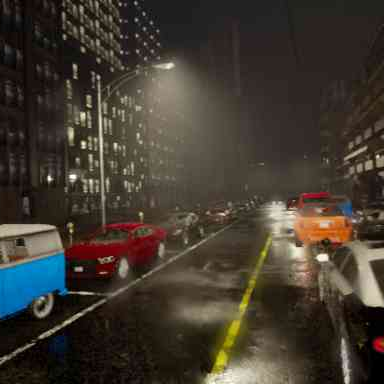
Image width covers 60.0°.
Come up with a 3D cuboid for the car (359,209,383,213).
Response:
[{"bbox_3d":[7.353,1.370,13.502,2.008,1.369,4.403,-2,0,16],"label":"car"}]

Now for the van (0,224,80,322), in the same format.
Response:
[{"bbox_3d":[-3.780,1.510,5.235,1.690,1.788,3.998,-2,0,16],"label":"van"}]

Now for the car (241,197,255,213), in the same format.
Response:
[{"bbox_3d":[5.475,1.597,37.054,2.008,1.369,4.403,-2,0,16],"label":"car"}]

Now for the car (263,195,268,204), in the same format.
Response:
[{"bbox_3d":[11.641,1.542,58.268,1.947,1.339,4.313,-2,0,16],"label":"car"}]

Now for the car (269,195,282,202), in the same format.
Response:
[{"bbox_3d":[17.757,1.407,69.666,1.994,1.385,4.181,-2,0,16],"label":"car"}]

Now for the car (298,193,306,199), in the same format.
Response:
[{"bbox_3d":[28.931,1.134,87.750,1.887,1.381,4.507,-2,-1,16],"label":"car"}]

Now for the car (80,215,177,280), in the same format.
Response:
[{"bbox_3d":[-2.231,1.691,10.537,1.887,1.381,4.507,-2,0,16],"label":"car"}]

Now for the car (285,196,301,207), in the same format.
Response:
[{"bbox_3d":[14.799,1.342,48.743,2.033,1.411,5.357,-2,0,16],"label":"car"}]

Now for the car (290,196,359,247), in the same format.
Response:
[{"bbox_3d":[5.478,1.239,14.353,2.097,1.767,4.553,-3,-1,16],"label":"car"}]

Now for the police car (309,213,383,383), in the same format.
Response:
[{"bbox_3d":[2.965,1.348,4.821,1.930,1.638,5.238,-2,0,16],"label":"police car"}]

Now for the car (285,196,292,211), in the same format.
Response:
[{"bbox_3d":[11.977,1.331,38.946,1.837,1.490,4.892,-2,0,17],"label":"car"}]

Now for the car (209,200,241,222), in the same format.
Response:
[{"bbox_3d":[2.389,1.523,26.449,1.967,1.590,4.097,-2,0,16],"label":"car"}]

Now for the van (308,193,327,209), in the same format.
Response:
[{"bbox_3d":[15.051,1.065,40.020,1.690,1.788,3.998,-2,0,16],"label":"van"}]

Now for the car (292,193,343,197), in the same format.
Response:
[{"bbox_3d":[7.400,1.086,20.111,2.150,2.045,5.566,-2,0,16],"label":"car"}]

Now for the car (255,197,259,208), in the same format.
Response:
[{"bbox_3d":[7.017,1.579,42.358,2.008,1.369,4.403,-2,0,16],"label":"car"}]

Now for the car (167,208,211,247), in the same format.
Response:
[{"bbox_3d":[-0.689,1.690,15.841,1.947,1.339,4.313,-2,0,16],"label":"car"}]

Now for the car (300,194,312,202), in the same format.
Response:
[{"bbox_3d":[22.766,1.207,66.536,1.947,1.339,4.313,-2,-1,16],"label":"car"}]

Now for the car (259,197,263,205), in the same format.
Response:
[{"bbox_3d":[8.554,1.451,47.662,1.967,1.590,4.097,-2,0,16],"label":"car"}]

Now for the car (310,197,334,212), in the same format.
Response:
[{"bbox_3d":[13.517,1.286,34.715,1.887,1.381,4.507,-2,0,16],"label":"car"}]
